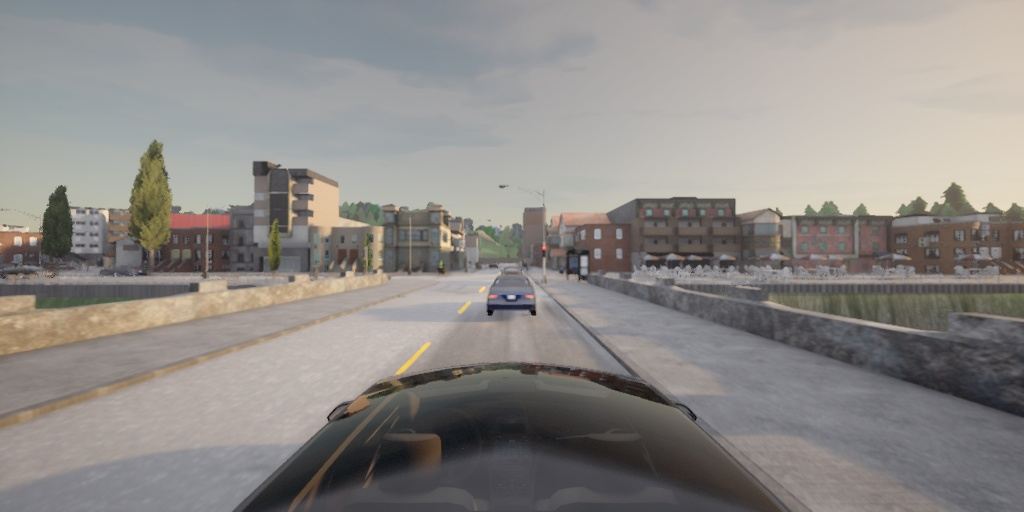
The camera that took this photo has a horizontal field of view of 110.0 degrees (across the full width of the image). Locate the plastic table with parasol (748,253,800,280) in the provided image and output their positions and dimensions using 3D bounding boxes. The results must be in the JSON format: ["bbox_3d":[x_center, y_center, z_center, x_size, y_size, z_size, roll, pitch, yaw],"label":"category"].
[{"bbox_3d":[23.795,1.012,32.667,2.482,2.480,2.482,0,0,0],"label":"plastic table with parasol"}]

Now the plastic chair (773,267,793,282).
[{"bbox_3d":[23.695,1.601,31.317,0.750,1.272,0.730,0,0,0],"label":"plastic chair"}]

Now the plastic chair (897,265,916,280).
[{"bbox_3d":[37.795,1.632,34.216,0.750,1.272,0.730,0,0,0],"label":"plastic chair"}]

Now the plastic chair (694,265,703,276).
[{"bbox_3d":[22.495,1.731,43.316,0.750,1.272,0.730,0,0,0],"label":"plastic chair"}]

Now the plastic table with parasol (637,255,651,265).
[{"bbox_3d":[15.915,1.112,41.896,2.482,2.480,2.482,0,0,0],"label":"plastic table with parasol"}]

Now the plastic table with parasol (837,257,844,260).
[{"bbox_3d":[37.425,1.116,42.276,2.482,2.480,2.482,0,0,0],"label":"plastic table with parasol"}]

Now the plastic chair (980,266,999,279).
[{"bbox_3d":[47.895,1.649,35.816,0.750,1.272,0.730,0,0,0],"label":"plastic chair"}]

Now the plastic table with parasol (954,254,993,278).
[{"bbox_3d":[47.995,1.062,37.316,2.482,2.480,2.482,0,0,0],"label":"plastic table with parasol"}]

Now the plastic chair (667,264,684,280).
[{"bbox_3d":[14.995,1.617,32.817,0.750,1.272,0.730,0,0,0],"label":"plastic chair"}]

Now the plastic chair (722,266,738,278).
[{"bbox_3d":[22.795,1.668,37.517,0.750,1.272,0.730,0,0,0],"label":"plastic chair"}]

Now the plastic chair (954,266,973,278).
[{"bbox_3d":[46.795,1.665,37.216,0.730,1.272,0.750,0,0,0],"label":"plastic chair"}]

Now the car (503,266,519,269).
[{"bbox_3d":[-0.076,1.591,30.735,1.812,1.442,4.674,0,0,-2],"label":"car"}]

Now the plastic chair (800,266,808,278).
[{"bbox_3d":[29.326,1.658,36.613,0.730,1.272,0.750,0,0,-1],"label":"plastic chair"}]

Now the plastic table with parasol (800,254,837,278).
[{"bbox_3d":[30.505,1.053,36.496,2.482,2.480,2.482,0,0,0],"label":"plastic table with parasol"}]

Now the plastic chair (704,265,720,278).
[{"bbox_3d":[21.695,1.684,38.917,0.730,1.272,0.750,0,0,0],"label":"plastic chair"}]

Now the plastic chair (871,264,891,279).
[{"bbox_3d":[36.657,1.647,35.614,0.730,1.272,0.750,0,0,0],"label":"plastic chair"}]

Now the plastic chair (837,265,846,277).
[{"bbox_3d":[37.395,1.704,40.816,0.750,1.272,0.730,0,0,0],"label":"plastic chair"}]

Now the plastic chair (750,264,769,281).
[{"bbox_3d":[22.595,1.616,32.717,0.730,1.272,0.750,0,0,0],"label":"plastic chair"}]

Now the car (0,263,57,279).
[{"bbox_3d":[-50.848,1.667,37.647,4.674,1.442,1.812,0,-1,0],"label":"car"}]

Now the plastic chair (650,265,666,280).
[{"bbox_3d":[13.895,1.633,34.217,0.730,1.272,0.750,0,0,0],"label":"plastic chair"}]

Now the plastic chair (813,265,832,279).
[{"bbox_3d":[30.495,1.643,35.217,0.750,1.272,0.730,0,0,0],"label":"plastic chair"}]

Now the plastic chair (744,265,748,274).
[{"bbox_3d":[28.795,1.735,43.616,0.730,1.272,0.750,0,0,0],"label":"plastic chair"}]

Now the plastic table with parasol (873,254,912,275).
[{"bbox_3d":[37.785,1.042,35.526,2.482,2.480,2.482,0,0,0],"label":"plastic table with parasol"}]

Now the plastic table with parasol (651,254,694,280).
[{"bbox_3d":[15.165,1.027,34.077,2.482,2.480,2.482,0,0,0],"label":"plastic table with parasol"}]

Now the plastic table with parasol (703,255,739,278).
[{"bbox_3d":[22.895,1.079,38.867,2.482,2.480,2.482,0,0,0],"label":"plastic table with parasol"}]

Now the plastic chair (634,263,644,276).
[{"bbox_3d":[14.695,1.717,42.017,0.730,1.272,0.750,0,0,0],"label":"plastic chair"}]

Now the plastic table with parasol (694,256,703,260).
[{"bbox_3d":[22.505,1.143,44.786,2.482,2.480,2.482,0,0,0],"label":"plastic table with parasol"}]

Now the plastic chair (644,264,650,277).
[{"bbox_3d":[15.795,1.702,40.617,0.750,1.272,0.730,0,0,0],"label":"plastic chair"}]

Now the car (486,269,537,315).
[{"bbox_3d":[0.008,1.435,14.375,2.033,1.411,5.357,0,-1,1],"label":"car"}]

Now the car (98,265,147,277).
[{"bbox_3d":[-45.214,1.750,41.684,4.181,1.385,1.994,0,-1,1],"label":"car"}]
